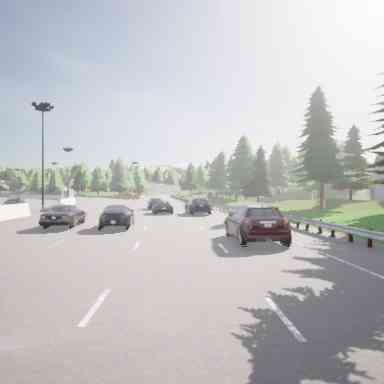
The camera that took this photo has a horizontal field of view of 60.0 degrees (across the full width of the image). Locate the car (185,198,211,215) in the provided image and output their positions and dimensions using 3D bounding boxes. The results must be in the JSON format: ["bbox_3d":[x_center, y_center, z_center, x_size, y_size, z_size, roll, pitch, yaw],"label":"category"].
[{"bbox_3d":[0.533,1.352,34.078,2.097,1.767,4.553,0,0,-9],"label":"car"}]

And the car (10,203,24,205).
[{"bbox_3d":[-22.502,1.555,42.285,1.837,1.490,4.892,0,0,-13],"label":"car"}]

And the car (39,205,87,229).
[{"bbox_3d":[-8.254,1.547,21.637,2.033,1.411,5.357,0,0,-7],"label":"car"}]

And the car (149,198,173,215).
[{"bbox_3d":[-3.096,1.564,34.586,1.994,1.385,4.181,0,0,-10],"label":"car"}]

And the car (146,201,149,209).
[{"bbox_3d":[-4.778,1.505,43.352,1.837,1.490,4.892,0,0,-12],"label":"car"}]

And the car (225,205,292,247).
[{"bbox_3d":[2.853,1.352,15.278,2.097,1.767,4.553,0,0,-4],"label":"car"}]

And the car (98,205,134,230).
[{"bbox_3d":[-4.699,1.526,21.003,1.812,1.442,4.674,0,0,-6],"label":"car"}]
